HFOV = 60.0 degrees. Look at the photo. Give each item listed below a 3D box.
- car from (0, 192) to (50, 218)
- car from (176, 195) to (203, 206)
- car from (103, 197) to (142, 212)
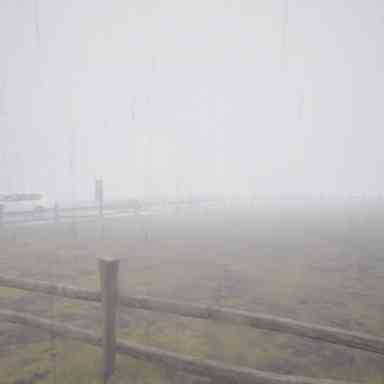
[{"bbox_3d":[-13.692,1.039,25.342,2.150,2.045,5.566,1,1,35],"label":"car"},{"bbox_3d":[-0.317,1.111,43.891,1.994,1.385,4.181,1,1,36],"label":"car"},{"bbox_3d":[-7.117,1.249,34.490,1.994,1.385,4.181,1,1,36],"label":"car"}]
